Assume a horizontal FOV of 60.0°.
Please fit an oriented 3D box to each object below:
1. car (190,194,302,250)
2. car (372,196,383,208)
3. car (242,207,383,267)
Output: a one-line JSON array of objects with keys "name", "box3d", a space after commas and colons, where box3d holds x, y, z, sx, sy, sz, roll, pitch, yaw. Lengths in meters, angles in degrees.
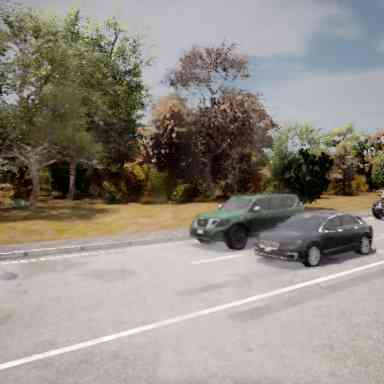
[{"name": "car", "box3d": [2.561, 1.126, 14.302, 5.566, 2.045, 2.150, -1, 1, -35]}, {"name": "car", "box3d": [14.756, 0.827, 23.077, 5.566, 2.045, 2.150, -1, 1, -35]}, {"name": "car", "box3d": [4.214, 1.418, 11.199, 4.892, 1.490, 1.837, -1, 1, -35]}]
